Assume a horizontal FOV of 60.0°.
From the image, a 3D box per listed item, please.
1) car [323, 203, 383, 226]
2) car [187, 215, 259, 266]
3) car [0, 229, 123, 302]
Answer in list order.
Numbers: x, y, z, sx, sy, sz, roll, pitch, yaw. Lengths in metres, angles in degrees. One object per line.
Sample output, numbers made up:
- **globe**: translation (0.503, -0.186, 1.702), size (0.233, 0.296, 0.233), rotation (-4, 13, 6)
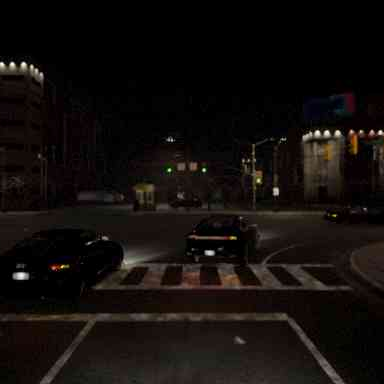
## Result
- **car**: translation (12.390, 1.686, 24.057), size (5.357, 1.411, 2.033), rotation (0, 0, -1)
- **car**: translation (1.258, 1.563, 11.999), size (2.128, 1.511, 4.902), rotation (0, 0, 18)
- **car**: translation (-3.189, 1.614, 8.476), size (1.994, 1.385, 4.181), rotation (0, 0, 4)
